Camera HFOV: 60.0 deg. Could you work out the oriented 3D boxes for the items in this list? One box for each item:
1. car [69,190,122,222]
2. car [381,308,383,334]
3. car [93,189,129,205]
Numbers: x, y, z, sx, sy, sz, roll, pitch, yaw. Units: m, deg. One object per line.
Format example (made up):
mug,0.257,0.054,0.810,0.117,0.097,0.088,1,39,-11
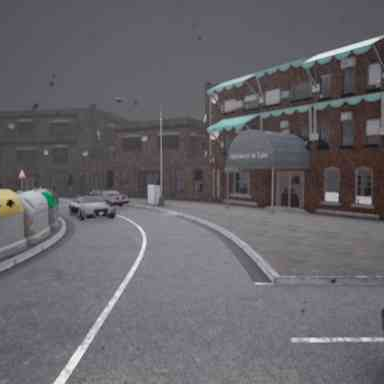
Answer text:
car,-6.120,0.891,20.210,1.994,1.385,4.181,-2,4,-32
car,4.619,1.446,3.386,4.892,1.521,2.231,0,1,0
car,-7.297,0.440,26.857,5.357,1.411,2.033,3,5,42
